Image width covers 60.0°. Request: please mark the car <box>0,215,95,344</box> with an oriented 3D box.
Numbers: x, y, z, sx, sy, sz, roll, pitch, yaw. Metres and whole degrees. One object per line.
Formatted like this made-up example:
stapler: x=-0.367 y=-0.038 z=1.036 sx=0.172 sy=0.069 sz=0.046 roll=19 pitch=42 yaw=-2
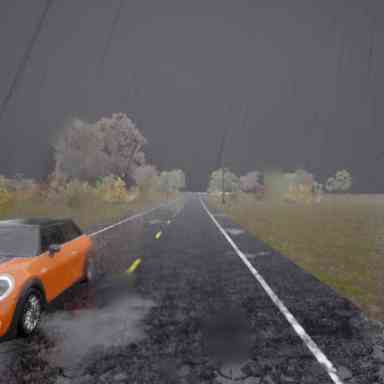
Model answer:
car: x=-3.499 y=1.349 z=6.547 sx=2.097 sy=1.767 sz=4.553 roll=0 pitch=0 yaw=0
